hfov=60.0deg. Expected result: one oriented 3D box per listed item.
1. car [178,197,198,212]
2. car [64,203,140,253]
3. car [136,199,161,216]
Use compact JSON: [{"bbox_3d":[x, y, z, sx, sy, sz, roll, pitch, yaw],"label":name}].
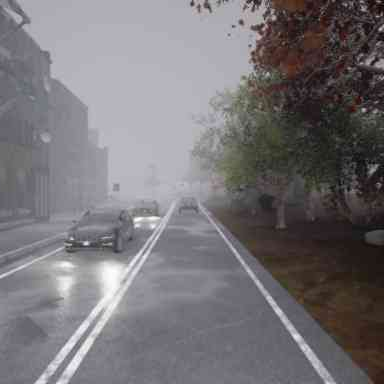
[{"bbox_3d":[-0.376,1.151,32.574,2.033,1.411,5.357,0,1,-1],"label":"car"},{"bbox_3d":[-3.453,1.396,13.188,1.837,1.490,4.892,0,1,-1],"label":"car"},{"bbox_3d":[-3.703,1.249,27.905,1.994,1.385,4.181,0,1,-1],"label":"car"}]
